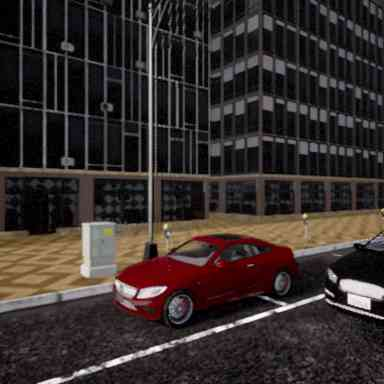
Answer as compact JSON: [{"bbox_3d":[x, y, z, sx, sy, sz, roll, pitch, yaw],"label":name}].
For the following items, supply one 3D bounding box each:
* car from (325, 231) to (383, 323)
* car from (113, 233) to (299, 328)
[{"bbox_3d":[4.637,1.457,6.683,4.902,1.511,2.128,0,0,-35],"label":"car"},{"bbox_3d":[0.481,1.562,6.900,4.206,1.307,1.802,0,0,-36],"label":"car"}]
